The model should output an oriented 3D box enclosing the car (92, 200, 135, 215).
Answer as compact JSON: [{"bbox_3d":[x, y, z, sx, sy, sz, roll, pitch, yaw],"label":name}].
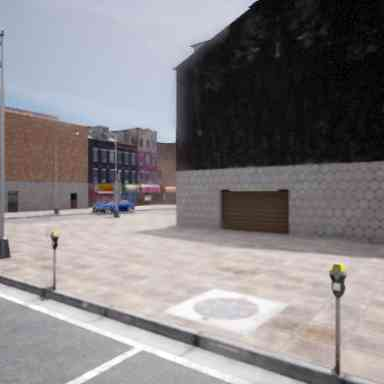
[{"bbox_3d":[-8.266,1.551,35.256,1.882,1.535,5.008,0,0,36],"label":"car"}]
